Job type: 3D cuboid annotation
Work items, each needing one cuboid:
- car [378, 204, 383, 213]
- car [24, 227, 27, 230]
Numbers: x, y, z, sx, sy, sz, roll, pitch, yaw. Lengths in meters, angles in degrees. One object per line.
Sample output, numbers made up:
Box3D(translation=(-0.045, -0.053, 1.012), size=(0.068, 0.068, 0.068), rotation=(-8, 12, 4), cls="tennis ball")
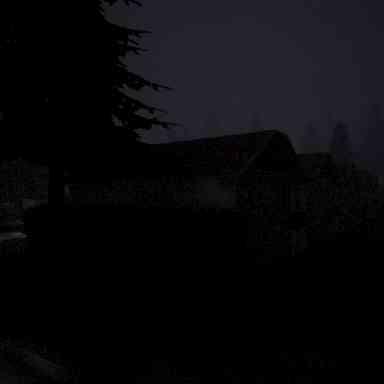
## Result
Box3D(translation=(22.612, 2.037, 41.482), size=(4.902, 1.511, 2.128), rotation=(-1, -1, 29), cls="car")
Box3D(translation=(-9.422, 1.866, 23.746), size=(2.097, 1.767, 4.553), rotation=(-1, -1, 36), cls="car")
